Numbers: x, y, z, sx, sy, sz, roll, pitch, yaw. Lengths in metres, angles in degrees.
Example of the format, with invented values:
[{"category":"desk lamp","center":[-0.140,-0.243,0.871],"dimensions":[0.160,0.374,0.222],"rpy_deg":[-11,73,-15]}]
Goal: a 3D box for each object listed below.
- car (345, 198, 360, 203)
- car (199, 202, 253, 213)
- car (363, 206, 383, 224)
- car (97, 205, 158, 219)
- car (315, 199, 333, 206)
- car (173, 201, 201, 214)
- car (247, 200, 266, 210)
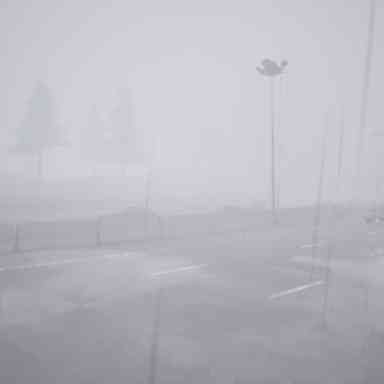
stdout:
[{"category":"car","center":[29.240,1.765,60.272],"dimensions":[1.994,1.385,4.181],"rpy_deg":[-1,-1,37]},{"category":"car","center":[3.022,1.817,29.220],"dimensions":[4.181,1.385,1.994],"rpy_deg":[0,-1,-43]},{"category":"car","center":[14.729,1.696,25.268],"dimensions":[1.895,1.301,4.718],"rpy_deg":[-1,-1,44]},{"category":"car","center":[-5.089,1.791,26.701],"dimensions":[5.008,1.535,1.882],"rpy_deg":[0,-1,-40]},{"category":"car","center":[22.932,1.919,57.684],"dimensions":[1.895,1.301,4.718],"rpy_deg":[-1,-1,37]},{"category":"car","center":[-0.129,1.902,40.762],"dimensions":[1.837,1.490,4.892],"rpy_deg":[-1,-1,45]},{"category":"car","center":[8.164,1.839,44.563],"dimensions":[2.128,1.511,4.902],"rpy_deg":[-1,-1,42]}]
